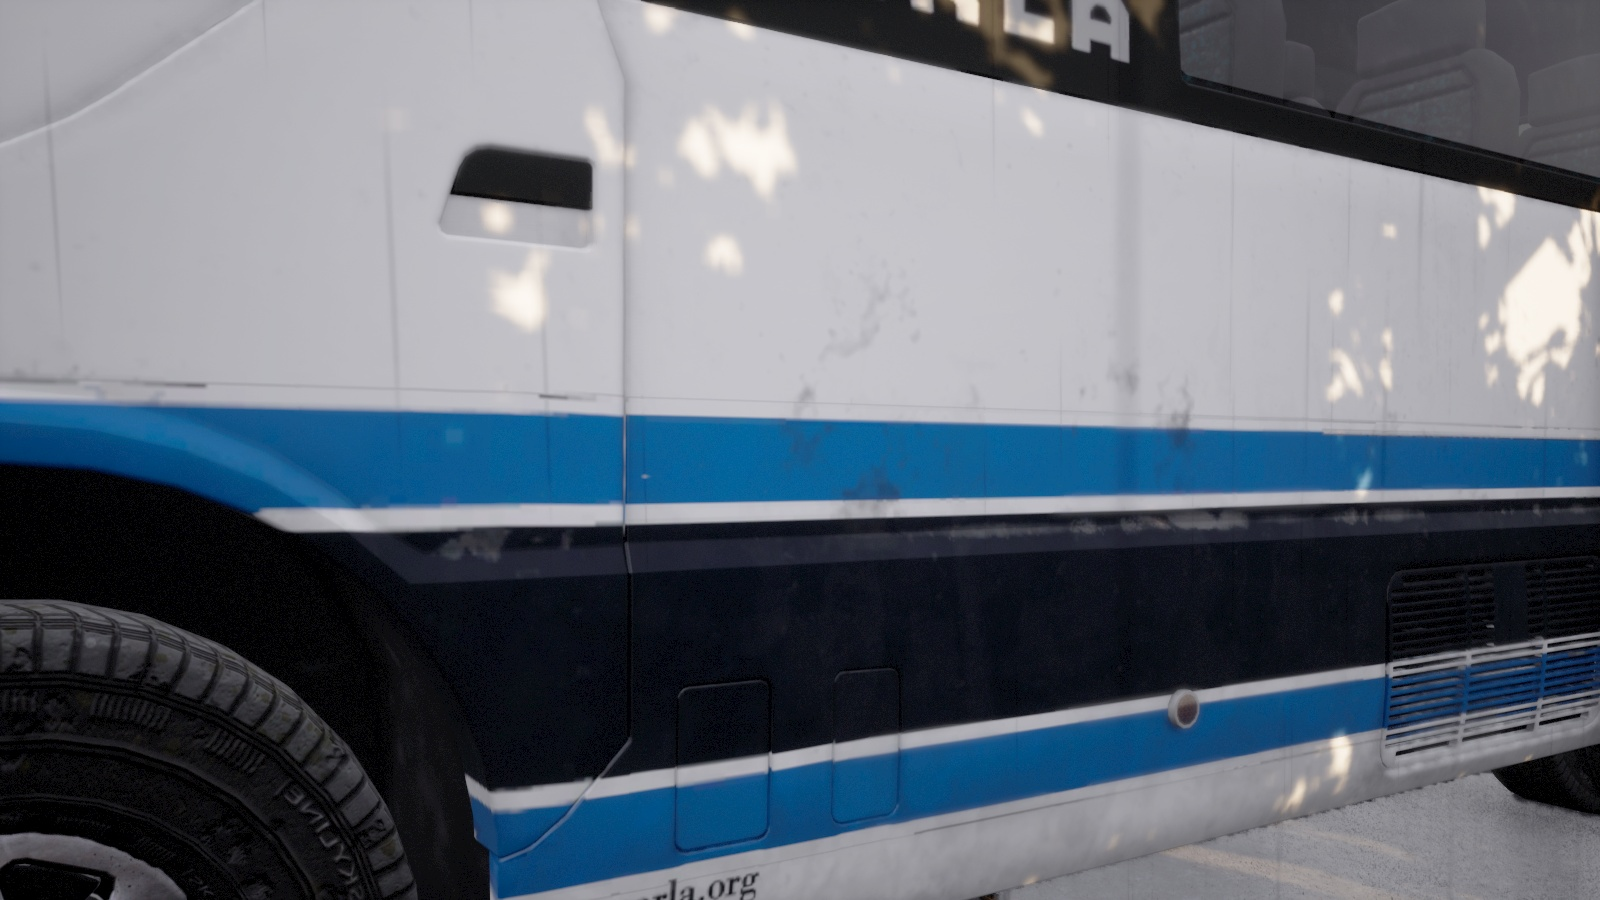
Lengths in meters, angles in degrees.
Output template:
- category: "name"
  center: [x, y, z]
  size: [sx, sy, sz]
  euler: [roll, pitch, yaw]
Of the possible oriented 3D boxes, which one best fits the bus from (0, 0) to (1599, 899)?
- category: "bus"
  center: [0.586, -0.621, 4.638]
  size: [10.273, 4.253, 3.944]
  euler: [0, 0, -33]
